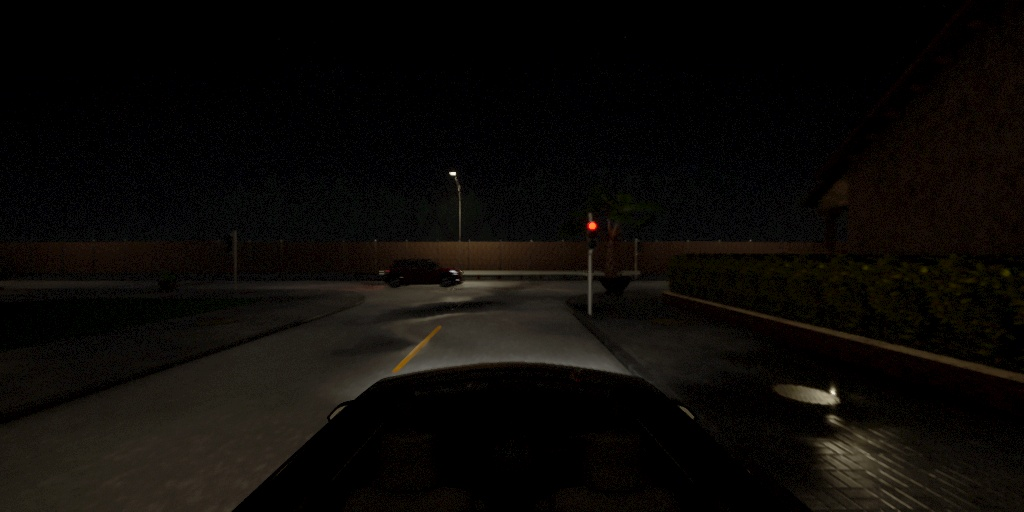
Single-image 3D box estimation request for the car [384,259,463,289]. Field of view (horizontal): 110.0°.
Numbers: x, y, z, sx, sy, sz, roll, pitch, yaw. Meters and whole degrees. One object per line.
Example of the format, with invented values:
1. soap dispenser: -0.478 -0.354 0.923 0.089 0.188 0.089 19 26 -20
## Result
1. car: -5.296 0.979 21.967 4.553 1.767 2.097 0 0 0
